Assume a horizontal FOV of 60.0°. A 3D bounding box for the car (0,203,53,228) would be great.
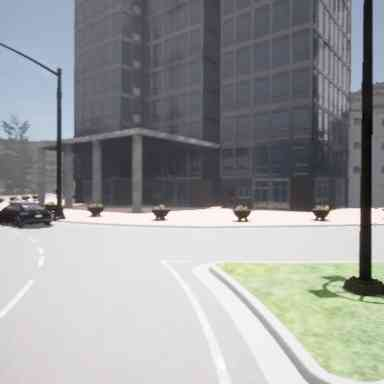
[{"bbox_3d":[-10.352,1.336,20.370,4.181,1.385,1.994,1,1,39],"label":"car"}]
